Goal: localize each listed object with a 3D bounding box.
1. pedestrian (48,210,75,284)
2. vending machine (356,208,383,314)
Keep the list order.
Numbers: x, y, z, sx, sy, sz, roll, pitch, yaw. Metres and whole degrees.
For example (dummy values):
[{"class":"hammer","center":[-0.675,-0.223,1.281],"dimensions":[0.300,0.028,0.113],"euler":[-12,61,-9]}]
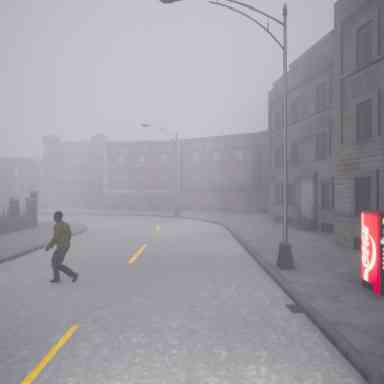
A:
[{"class":"pedestrian","center":[-3.173,1.294,8.090],"dimensions":[0.375,1.860,0.375],"euler":[0,0,0]},{"class":"vending machine","center":[4.299,1.415,7.146],"dimensions":[1.100,2.100,0.880],"euler":[0,0,0]}]
